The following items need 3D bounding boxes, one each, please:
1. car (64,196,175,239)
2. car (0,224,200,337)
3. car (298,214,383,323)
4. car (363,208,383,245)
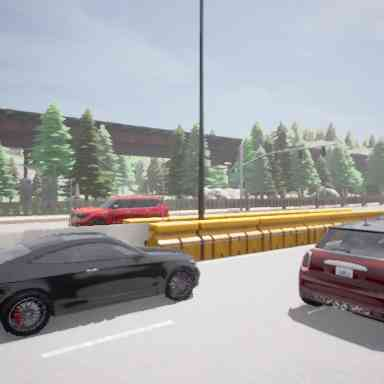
[{"bbox_3d":[-3.868,1.238,18.343,5.566,2.045,2.150,1,0,-35],"label":"car"},{"bbox_3d":[-2.009,1.529,6.613,4.674,1.442,1.812,0,0,-36],"label":"car"},{"bbox_3d":[4.273,1.364,6.804,4.553,1.767,2.097,0,0,-36],"label":"car"},{"bbox_3d":[10.190,1.517,15.333,4.902,1.511,2.128,0,0,-36],"label":"car"}]
